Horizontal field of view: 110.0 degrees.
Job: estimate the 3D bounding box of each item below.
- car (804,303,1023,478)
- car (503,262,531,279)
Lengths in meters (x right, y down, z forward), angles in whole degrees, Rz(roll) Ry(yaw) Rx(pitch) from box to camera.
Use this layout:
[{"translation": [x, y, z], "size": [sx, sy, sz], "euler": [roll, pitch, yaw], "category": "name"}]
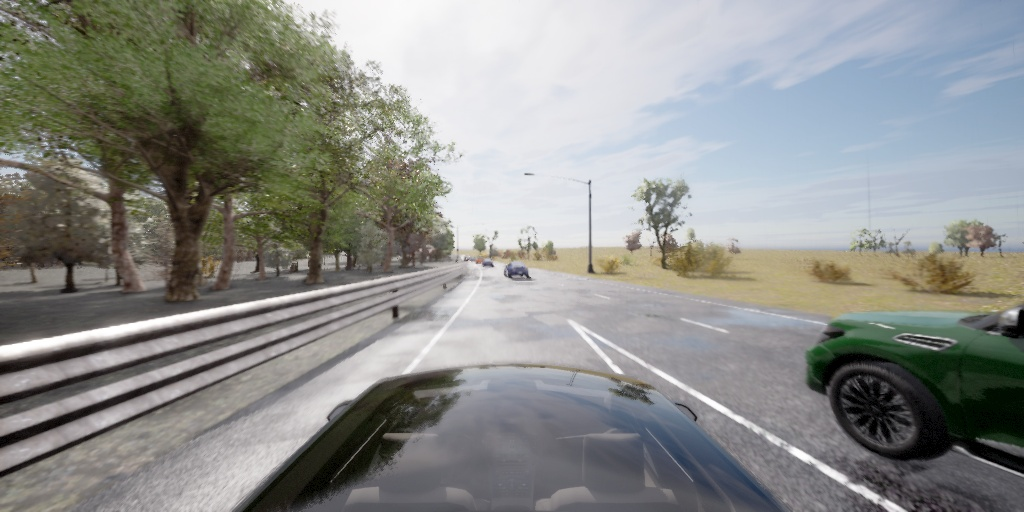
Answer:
[{"translation": [4.859, 0.937, 1.954], "size": [2.150, 2.045, 5.566], "euler": [0, 0, -8], "category": "car"}, {"translation": [0.365, 1.254, 32.583], "size": [1.812, 1.442, 4.674], "euler": [0, 0, -8], "category": "car"}]
